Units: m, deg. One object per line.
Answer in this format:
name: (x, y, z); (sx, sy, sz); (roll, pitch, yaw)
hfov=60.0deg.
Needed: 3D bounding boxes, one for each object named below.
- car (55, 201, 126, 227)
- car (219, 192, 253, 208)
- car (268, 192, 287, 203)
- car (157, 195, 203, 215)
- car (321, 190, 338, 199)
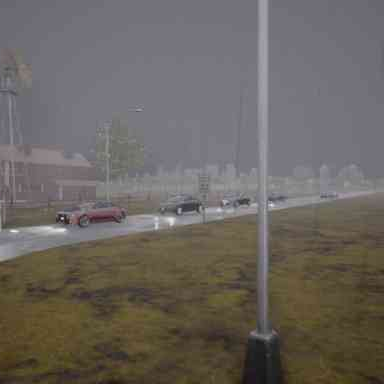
car: (-6.027, 1.251, 20.090); (1.994, 1.385, 4.181); (1, 2, 36)
car: (4.684, 0.811, 34.854); (2.128, 1.511, 4.902); (1, 2, 36)
car: (10.586, 0.712, 42.979); (1.895, 1.301, 4.718); (1, 2, 36)
car: (-0.823, 1.016, 27.251); (1.837, 1.490, 4.892); (1, 2, 36)
car: (22.620, 0.380, 54.656); (1.994, 1.385, 4.181); (1, 2, 36)
